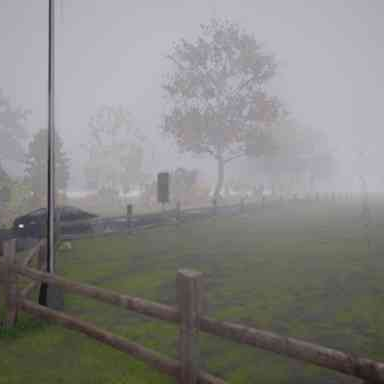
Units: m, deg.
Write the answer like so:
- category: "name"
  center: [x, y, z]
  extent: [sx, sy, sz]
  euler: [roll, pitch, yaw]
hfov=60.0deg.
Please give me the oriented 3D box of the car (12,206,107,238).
- category: "car"
  center: [-5.978, 1.336, 15.424]
  extent: [1.994, 1.385, 4.181]
  euler: [0, 1, 31]
